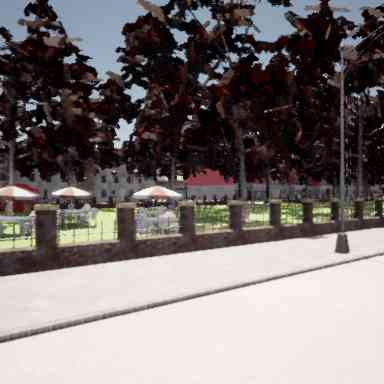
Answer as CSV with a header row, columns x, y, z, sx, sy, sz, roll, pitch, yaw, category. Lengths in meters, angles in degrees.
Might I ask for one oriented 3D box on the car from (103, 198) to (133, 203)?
x,y,z,sx,sy,sz,roll,pitch,yaw,category
-11.259,1.648,52.041,5.357,1.411,2.033,0,0,-36,car
